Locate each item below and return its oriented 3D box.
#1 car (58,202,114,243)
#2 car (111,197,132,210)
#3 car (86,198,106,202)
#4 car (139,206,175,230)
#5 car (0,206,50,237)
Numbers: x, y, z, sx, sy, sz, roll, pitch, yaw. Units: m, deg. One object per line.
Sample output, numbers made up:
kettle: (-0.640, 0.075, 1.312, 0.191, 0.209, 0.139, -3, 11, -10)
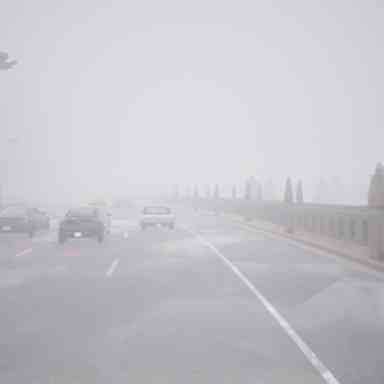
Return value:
car: (-4.992, 1.452, 15.847, 1.837, 1.490, 4.892, 0, 0, -9)
car: (-8.677, 1.357, 40.726, 1.837, 1.490, 4.892, 0, 0, -23)
car: (-9.758, 1.362, 33.978, 1.882, 1.535, 5.008, 0, 0, -20)
car: (-2.268, 1.521, 20.409, 1.895, 1.301, 4.718, 0, 0, -12)
car: (-8.814, 1.477, 17.360, 1.812, 1.442, 4.674, 0, 0, -11)
